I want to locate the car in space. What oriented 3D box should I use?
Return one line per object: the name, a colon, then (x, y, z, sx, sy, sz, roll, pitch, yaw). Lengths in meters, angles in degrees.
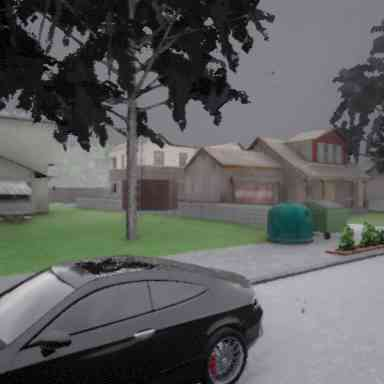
car: (-1.178, 1.528, 3.743, 4.674, 1.442, 1.812, 0, 0, -36)
